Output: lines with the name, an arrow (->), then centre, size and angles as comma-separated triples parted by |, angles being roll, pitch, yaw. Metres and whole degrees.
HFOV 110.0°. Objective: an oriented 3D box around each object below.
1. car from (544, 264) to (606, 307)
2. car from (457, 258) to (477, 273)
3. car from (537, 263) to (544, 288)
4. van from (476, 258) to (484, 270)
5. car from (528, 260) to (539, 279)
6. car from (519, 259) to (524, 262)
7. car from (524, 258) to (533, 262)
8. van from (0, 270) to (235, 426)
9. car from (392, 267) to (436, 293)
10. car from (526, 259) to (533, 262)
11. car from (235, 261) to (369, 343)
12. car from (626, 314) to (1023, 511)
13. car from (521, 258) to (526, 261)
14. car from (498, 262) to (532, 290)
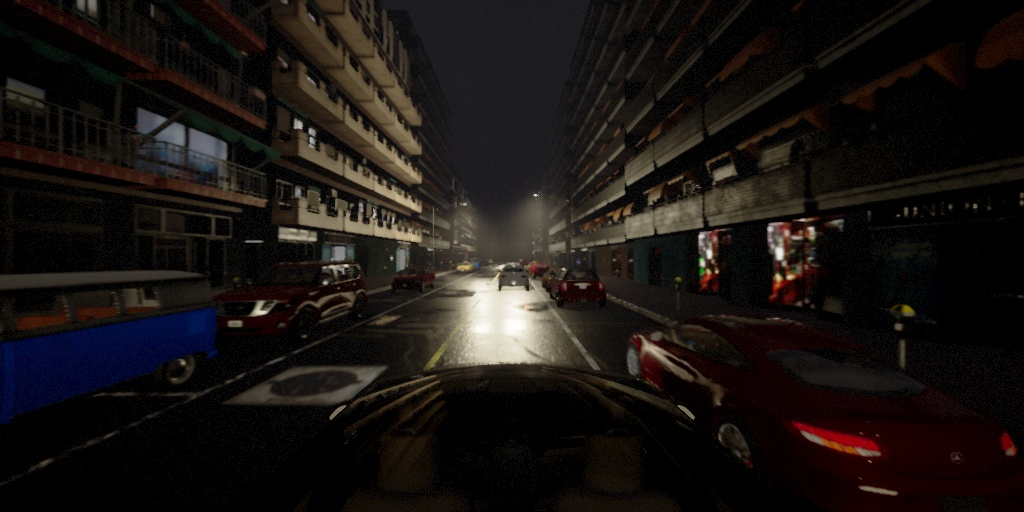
car -> 2.692, 1.204, 15.520 | 1.967, 1.591, 4.097 | 0, 0, 0
car -> -5.686, 1.342, 43.684 | 1.751, 1.417, 4.829 | 0, 0, 0
car -> 2.692, 1.300, 21.353 | 1.751, 1.417, 4.829 | 0, 0, 0
van -> -5.685, 1.190, 55.177 | 1.690, 1.789, 3.998 | 0, 0, 0
car -> 2.693, 1.339, 32.507 | 1.888, 1.381, 4.507 | 0, 0, 0
car -> 0.104, 1.418, 44.031 | 1.895, 1.301, 4.718 | 0, 0, 0
car -> 2.695, 1.342, 44.000 | 1.751, 1.417, 4.829 | 0, 0, 0
van -> -5.690, 1.091, 4.224 | 1.690, 1.789, 3.998 | 0, 0, 0
car -> -5.688, 1.319, 21.206 | 1.888, 1.381, 4.507 | 0, 0, 0
car -> 2.694, 1.349, 38.173 | 1.888, 1.381, 4.507 | 0, 0, 0
car -> -5.689, 1.071, 9.883 | 2.192, 1.841, 5.009 | 0, 0, 0
car -> 2.691, 1.332, 4.201 | 1.802, 1.307, 4.207 | 0, 0, 0
car -> 2.696, 1.184, 60.814 | 2.192, 1.841, 5.009 | 0, 0, 0
car -> 0.101, 1.302, 22.488 | 1.812, 1.442, 4.674 | 0, 0, 0
